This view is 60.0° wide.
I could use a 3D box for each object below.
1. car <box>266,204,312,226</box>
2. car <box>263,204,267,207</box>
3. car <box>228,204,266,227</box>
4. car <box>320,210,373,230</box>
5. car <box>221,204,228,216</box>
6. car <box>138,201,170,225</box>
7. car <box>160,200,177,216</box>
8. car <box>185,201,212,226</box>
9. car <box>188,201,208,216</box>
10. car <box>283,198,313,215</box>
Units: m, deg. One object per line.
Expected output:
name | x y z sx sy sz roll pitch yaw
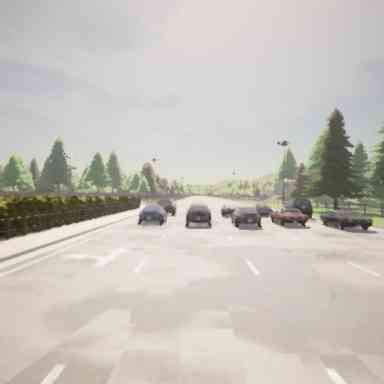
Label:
car | 7.524 1.934 26.329 1.895 1.301 4.718 1 0 1
car | 7.656 1.989 37.238 1.994 1.385 4.181 1 0 1
car | 4.004 1.793 24.935 1.812 1.442 4.674 1 0 1
car | 10.990 1.968 24.070 1.895 1.301 4.718 1 0 1
car | 4.134 1.964 36.275 1.895 1.301 4.718 1 0 2
car | -2.986 1.694 25.809 1.812 1.442 4.674 1 0 1
car | -2.799 1.613 36.793 2.097 1.767 4.553 1 -1 1
car | 0.513 1.698 25.631 1.882 1.535 5.008 1 0 1
car | 0.665 1.814 37.716 2.128 1.511 4.902 1 0 1
car | 11.120 1.686 35.492 2.150 2.045 5.566 1 0 1
